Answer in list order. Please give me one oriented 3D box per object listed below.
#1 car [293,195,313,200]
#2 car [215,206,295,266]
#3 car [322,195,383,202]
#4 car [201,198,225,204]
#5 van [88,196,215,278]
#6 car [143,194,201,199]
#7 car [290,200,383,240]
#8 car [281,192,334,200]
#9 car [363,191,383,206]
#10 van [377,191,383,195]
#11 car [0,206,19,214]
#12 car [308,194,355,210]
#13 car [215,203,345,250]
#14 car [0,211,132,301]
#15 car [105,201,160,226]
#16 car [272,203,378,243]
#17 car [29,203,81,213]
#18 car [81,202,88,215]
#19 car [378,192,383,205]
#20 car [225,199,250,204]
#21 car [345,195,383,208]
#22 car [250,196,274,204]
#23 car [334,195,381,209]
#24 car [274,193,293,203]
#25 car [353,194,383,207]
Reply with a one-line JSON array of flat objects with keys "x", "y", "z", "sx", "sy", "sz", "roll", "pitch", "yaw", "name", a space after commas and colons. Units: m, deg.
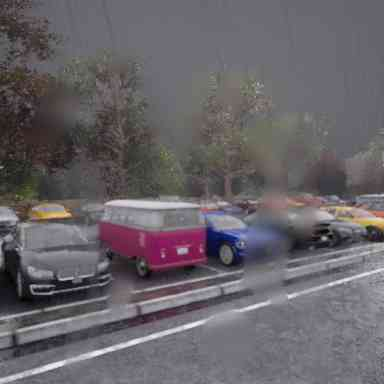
[{"x": 9.245, "y": 1.310, "z": 33.765, "sx": 2.097, "sy": 1.535, "sz": 5.008, "roll": -1, "pitch": 0, "yaw": -35, "name": "car"}, {"x": 0.854, "y": 1.467, "z": 11.868, "sx": 2.097, "sy": 1.535, "sz": 5.008, "roll": -1, "pitch": 0, "yaw": -35, "name": "car"}, {"x": 9.979, "y": 1.256, "z": 18.245, "sx": 2.185, "sy": 1.767, "sz": 4.553, "roll": -1, "pitch": 0, "yaw": -35, "name": "car"}, {"x": 0.155, "y": 1.276, "z": 27.325, "sx": 2.185, "sy": 1.767, "sz": 4.553, "roll": -1, "pitch": 0, "yaw": -35, "name": "car"}, {"x": -1.487, "y": 1.261, "z": 10.357, "sx": 1.878, "sy": 1.987, "sz": 4.442, "roll": -1, "pitch": 0, "yaw": -35, "name": "van"}, {"x": -2.124, "y": 1.172, "z": 25.725, "sx": 2.435, "sy": 2.045, "sz": 5.566, "roll": -1, "pitch": 0, "yaw": -35, "name": "car"}, {"x": 7.793, "y": 1.401, "z": 16.518, "sx": 1.946, "sy": 1.575, "sz": 5.366, "roll": -1, "pitch": 0, "yaw": -35, "name": "car"}, {"x": 11.541, "y": 1.035, "z": 35.341, "sx": 2.435, "sy": 2.045, "sz": 5.566, "roll": -1, "pitch": 0, "yaw": -35, "name": "car"}, {"x": 27.348, "y": 0.859, "z": 46.533, "sx": 2.435, "sy": 2.045, "sz": 5.566, "roll": -1, "pitch": 0, "yaw": -35, "name": "car"}, {"x": 12.253, "y": 1.134, "z": 19.740, "sx": 1.878, "sy": 1.987, "sz": 4.442, "roll": -1, "pitch": 0, "yaw": -35, "name": "van"}, {"x": -11.251, "y": 1.545, "z": 19.340, "sx": 2.002, "sy": 1.452, "sz": 4.674, "roll": 0, "pitch": 0, "yaw": -35, "name": "car"}, {"x": 16.062, "y": 1.112, "z": 38.596, "sx": 2.185, "sy": 1.767, "sz": 4.553, "roll": -1, "pitch": 0, "yaw": -35, "name": "car"}, {"x": 3.136, "y": 1.446, "z": 13.461, "sx": 2.097, "sy": 1.535, "sz": 5.008, "roll": -1, "pitch": 0, "yaw": -35, "name": "car"}, {"x": -3.699, "y": 1.509, "z": 8.665, "sx": 2.231, "sy": 1.521, "sz": 4.892, "roll": -1, "pitch": 0, "yaw": -35, "name": "car"}, {"x": -4.435, "y": 1.474, "z": 24.168, "sx": 2.163, "sy": 1.488, "sz": 4.792, "roll": -1, "pitch": 0, "yaw": -35, "name": "car"}, {"x": 5.409, "y": 1.466, "z": 15.070, "sx": 2.002, "sy": 1.452, "sz": 4.674, "roll": -1, "pitch": 0, "yaw": -35, "name": "car"}, {"x": -8.975, "y": 1.485, "z": 20.945, "sx": 2.097, "sy": 1.535, "sz": 5.008, "roll": -1, "pitch": 0, "yaw": -35, "name": "car"}, {"x": -6.698, "y": 1.466, "z": 22.549, "sx": 2.231, "sy": 1.521, "sz": 4.892, "roll": -1, "pitch": 0, "yaw": -35, "name": "car"}, {"x": 29.762, "y": 0.957, "z": 48.160, "sx": 2.185, "sy": 1.767, "sz": 4.553, "roll": -1, "pitch": 0, "yaw": -35, "name": "car"}, {"x": 2.414, "y": 1.419, "z": 28.957, "sx": 2.002, "sy": 1.452, "sz": 4.674, "roll": -1, "pitch": 0, "yaw": -35, "name": "car"}, {"x": 22.911, "y": 1.161, "z": 43.383, "sx": 2.097, "sy": 1.535, "sz": 5.008, "roll": -1, "pitch": 0, "yaw": -35, "name": "car"}, {"x": 4.696, "y": 1.357, "z": 30.552, "sx": 2.097, "sy": 1.535, "sz": 5.008, "roll": -1, "pitch": 0, "yaw": -35, "name": "car"}, {"x": 20.652, "y": 1.216, "z": 41.751, "sx": 2.163, "sy": 1.488, "sz": 4.792, "roll": -1, "pitch": 0, "yaw": -35, "name": "car"}, {"x": 6.987, "y": 1.209, "z": 32.132, "sx": 2.185, "sy": 1.767, "sz": 4.553, "roll": -1, "pitch": 0, "yaw": -35, "name": "car"}, {"x": 24.982, "y": 1.133, "z": 45.061, "sx": 1.946, "sy": 1.575, "sz": 5.366, "roll": -1, "pitch": 0, "yaw": -35, "name": "car"}]
